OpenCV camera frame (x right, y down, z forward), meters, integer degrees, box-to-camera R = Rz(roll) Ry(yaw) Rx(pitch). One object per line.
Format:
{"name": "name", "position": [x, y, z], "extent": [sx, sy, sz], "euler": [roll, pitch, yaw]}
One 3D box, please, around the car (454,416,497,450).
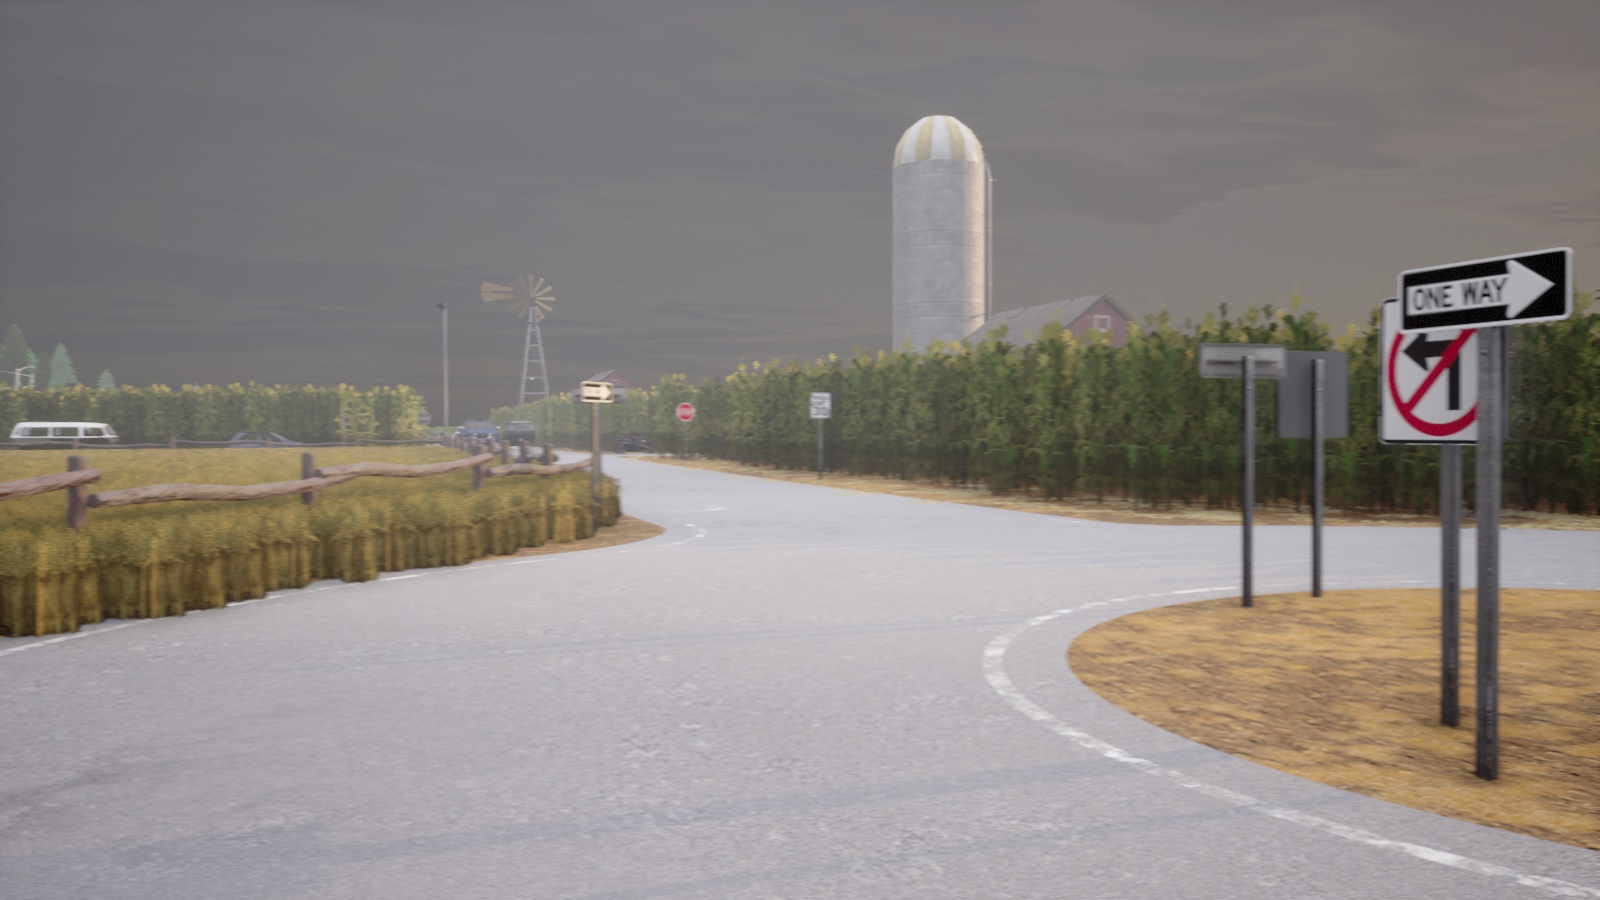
{"name": "car", "position": [-20.363, -1.055, 78.591], "extent": [2.150, 2.045, 5.566], "euler": [0, 1, -19]}

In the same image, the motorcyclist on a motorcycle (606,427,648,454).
{"name": "motorcyclist on a motorcycle", "position": [-9.684, -0.537, 70.372], "extent": [2.191, 1.530, 0.866], "euler": [0, 1, -19]}

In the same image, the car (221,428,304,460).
{"name": "car", "position": [-26.185, -0.320, 61.288], "extent": [3.633, 1.501, 1.845], "euler": [-1, 1, -19]}

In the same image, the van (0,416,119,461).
{"name": "van", "position": [-34.368, -0.542, 58.408], "extent": [4.480, 2.038, 2.069], "euler": [0, 1, -19]}

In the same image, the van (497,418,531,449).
{"name": "van", "position": [-19.445, -1.151, 85.411], "extent": [1.775, 1.987, 4.442], "euler": [0, 2, -19]}
